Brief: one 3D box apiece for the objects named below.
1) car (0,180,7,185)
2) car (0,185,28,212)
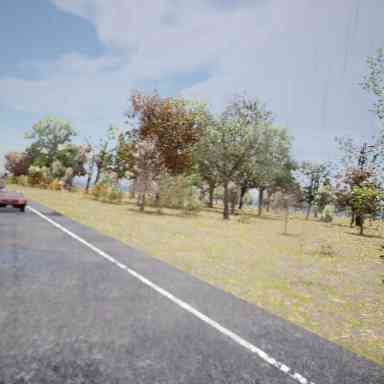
[{"bbox_3d":[-20.078,-0.537,33.830,2.097,1.767,4.553,6,0,-33],"label":"car"},{"bbox_3d":[-11.985,0.466,21.590,1.895,1.301,4.718,6,0,-33],"label":"car"}]
